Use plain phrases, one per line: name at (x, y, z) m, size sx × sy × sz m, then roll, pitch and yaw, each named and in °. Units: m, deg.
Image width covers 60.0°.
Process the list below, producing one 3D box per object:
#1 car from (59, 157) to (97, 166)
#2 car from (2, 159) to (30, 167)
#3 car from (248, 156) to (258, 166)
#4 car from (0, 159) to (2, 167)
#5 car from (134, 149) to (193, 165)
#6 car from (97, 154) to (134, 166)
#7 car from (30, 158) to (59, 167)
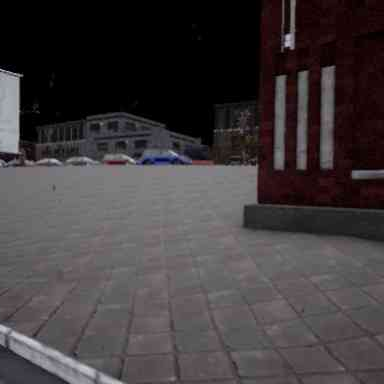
car at (-12.890, -3.426, 39.520) m, size 4.892 × 1.521 × 2.231 m, roll 1°, pitch 1°, yaw 27°
car at (-22.586, -3.620, 44.584) m, size 4.792 × 1.488 × 2.163 m, roll 1°, pitch 1°, yaw 29°
car at (7.475, -2.728, 30.497) m, size 4.674 × 1.452 × 2.002 m, roll 2°, pitch 1°, yaw 22°
car at (-27.579, -3.890, 47.383) m, size 4.553 × 1.767 × 2.185 m, roll 1°, pitch 1°, yaw 31°
car at (-2.707, -3.390, 34.740) m, size 5.566 × 2.045 × 2.435 m, roll 2°, pitch 1°, yaw 25°
car at (-7.808, -3.419, 37.078) m, size 4.553 × 1.767 × 2.185 m, roll 2°, pitch 1°, yaw 26°
car at (-17.722, -3.498, 41.977) m, size 4.674 × 1.452 × 2.002 m, roll 1°, pitch 1°, yaw 28°
